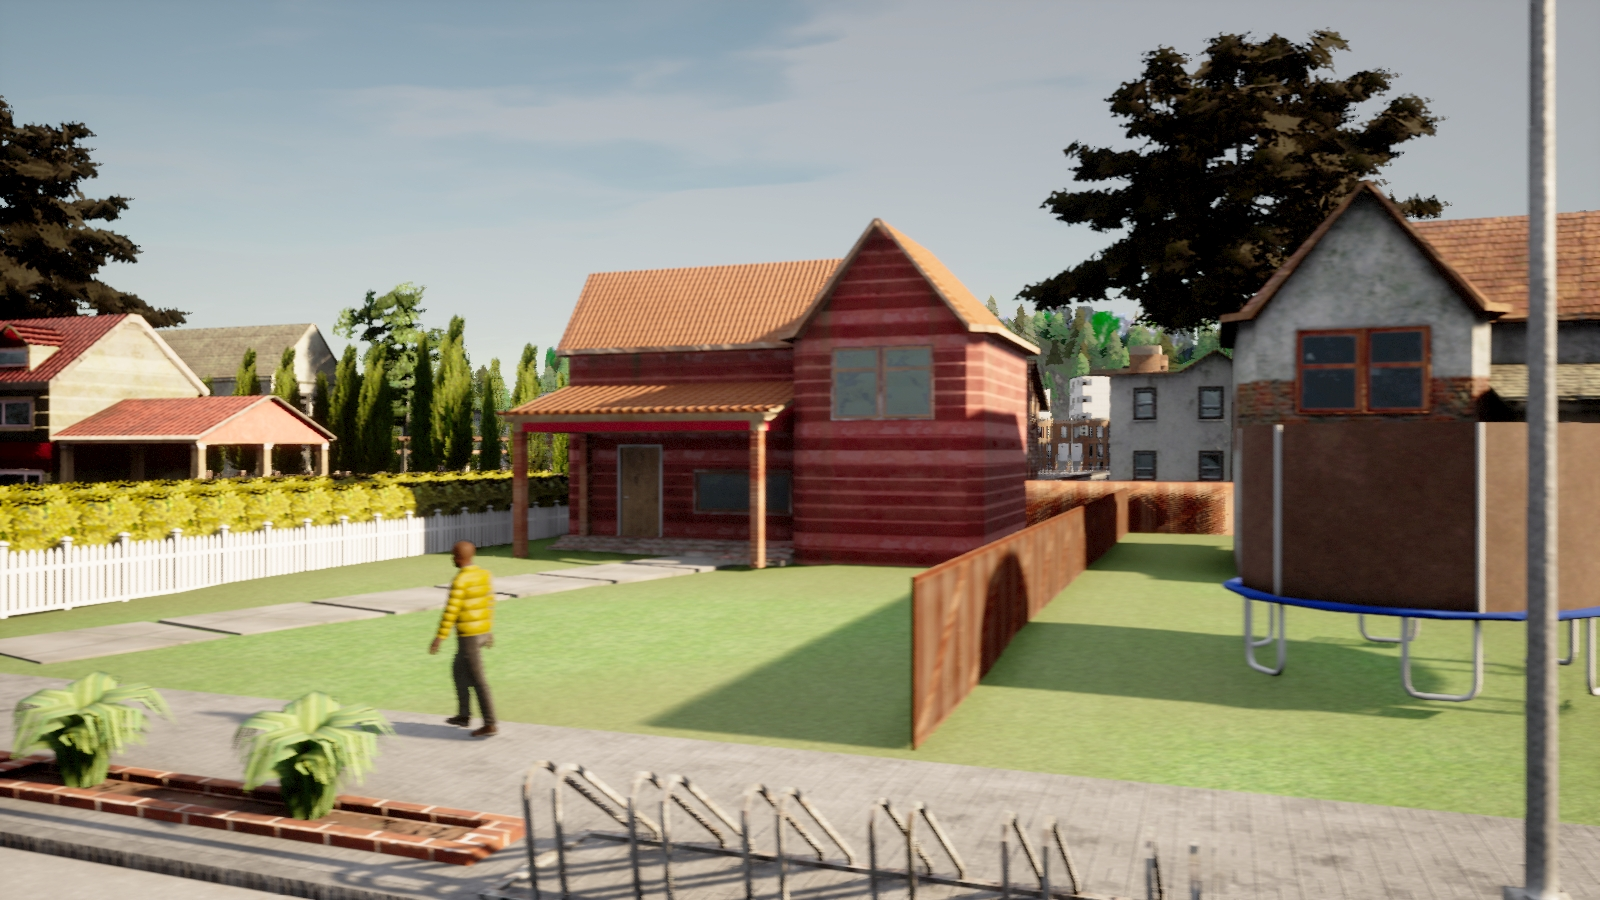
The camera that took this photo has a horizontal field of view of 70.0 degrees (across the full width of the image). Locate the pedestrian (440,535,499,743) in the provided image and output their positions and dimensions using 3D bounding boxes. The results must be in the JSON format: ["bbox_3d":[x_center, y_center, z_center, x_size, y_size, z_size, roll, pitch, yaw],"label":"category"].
[{"bbox_3d":[-3.079,1.743,10.652,0.375,1.860,0.375,0,0,19],"label":"pedestrian"}]
